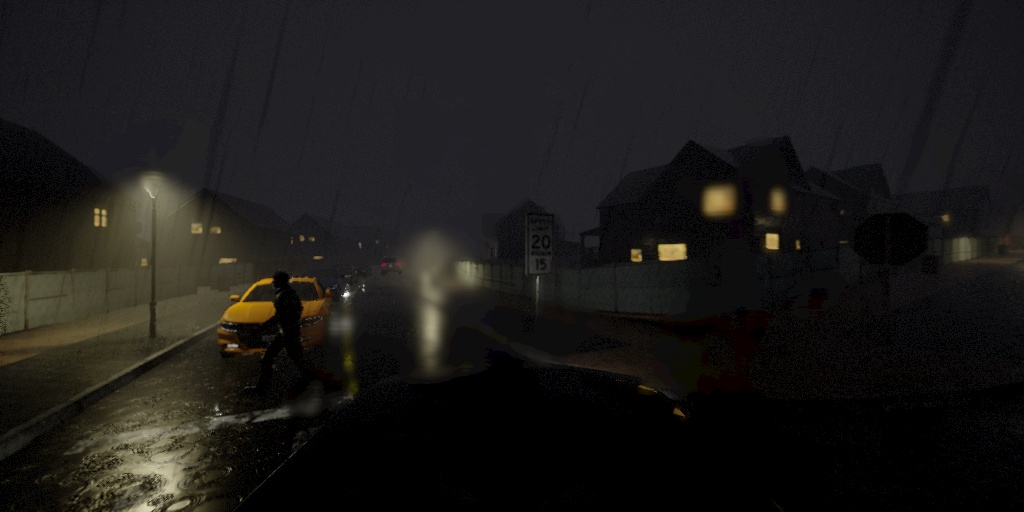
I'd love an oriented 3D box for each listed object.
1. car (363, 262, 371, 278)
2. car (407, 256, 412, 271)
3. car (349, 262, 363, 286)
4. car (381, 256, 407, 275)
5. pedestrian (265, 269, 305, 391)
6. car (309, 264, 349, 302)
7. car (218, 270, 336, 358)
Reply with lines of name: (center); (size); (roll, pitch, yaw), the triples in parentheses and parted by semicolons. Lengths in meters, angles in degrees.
car: (-15.524, 1.368, 36.421); (1.882, 1.535, 5.008); (0, 0, -14)
car: (-15.726, 1.052, 51.551); (2.150, 2.045, 5.566); (0, 0, -9)
car: (-12.700, 1.390, 26.831); (2.128, 1.511, 4.902); (0, 0, -18)
car: (-13.710, 1.100, 41.313); (2.150, 2.045, 5.566); (0, 0, -13)
pedestrian: (-3.263, 1.072, 5.167); (0.375, 1.860, 0.375); (-1, 1, -27)
car: (-9.437, 1.343, 17.816); (1.882, 1.535, 5.008); (0, 0, -21)
car: (-5.624, 1.284, 9.025); (1.882, 1.535, 5.008); (0, 0, -25)
